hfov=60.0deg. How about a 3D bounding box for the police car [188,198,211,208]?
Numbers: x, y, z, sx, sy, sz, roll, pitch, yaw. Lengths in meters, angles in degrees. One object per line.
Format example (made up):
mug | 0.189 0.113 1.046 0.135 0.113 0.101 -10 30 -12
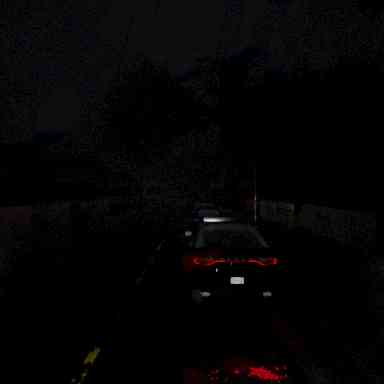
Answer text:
police car | 0.881 1.453 24.738 1.930 1.638 5.238 0 0 0

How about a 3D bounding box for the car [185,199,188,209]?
car | 0.120 1.666 45.423 1.994 1.385 4.181 0 0 2

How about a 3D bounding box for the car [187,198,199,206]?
car | 0.137 1.729 58.981 1.994 1.385 4.181 0 0 0

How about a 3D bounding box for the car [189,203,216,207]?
car | 0.866 1.543 18.624 1.812 1.442 4.674 0 0 0

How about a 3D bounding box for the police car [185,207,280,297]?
police car | 0.843 1.432 8.730 1.930 1.638 5.238 0 0 0

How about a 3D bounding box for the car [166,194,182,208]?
car | -2.636 1.344 50.225 2.150 2.045 5.566 0 0 0
